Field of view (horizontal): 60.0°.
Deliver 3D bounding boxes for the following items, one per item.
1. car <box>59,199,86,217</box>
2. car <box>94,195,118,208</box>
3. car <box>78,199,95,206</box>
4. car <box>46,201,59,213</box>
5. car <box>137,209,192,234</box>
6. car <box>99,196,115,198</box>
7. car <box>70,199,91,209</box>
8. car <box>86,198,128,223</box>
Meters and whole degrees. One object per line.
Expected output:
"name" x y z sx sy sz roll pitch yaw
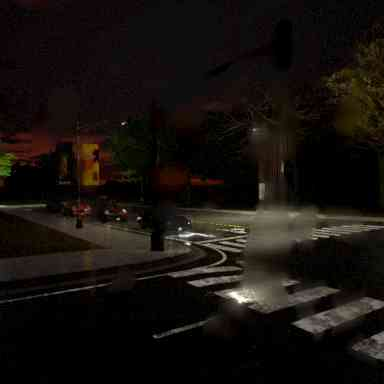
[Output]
"car" -13.112 1.812 37.810 2.097 1.767 4.553 -1 0 -35
"car" -15.047 1.653 57.910 2.150 2.045 5.566 -1 0 -35
"car" -21.161 2.100 66.657 1.994 1.385 4.181 -1 0 -35
"car" -18.866 2.035 46.116 1.882 1.535 5.008 -1 0 -35
"car" -2.011 1.820 22.034 2.033 1.411 5.357 -1 0 -29
"car" -13.808 1.782 50.366 2.097 1.767 4.553 -1 0 -35
"car" -19.666 2.079 58.679 2.033 1.411 5.357 -1 0 -35
"car" -7.506 1.717 29.788 2.097 1.767 4.553 -1 0 -35
